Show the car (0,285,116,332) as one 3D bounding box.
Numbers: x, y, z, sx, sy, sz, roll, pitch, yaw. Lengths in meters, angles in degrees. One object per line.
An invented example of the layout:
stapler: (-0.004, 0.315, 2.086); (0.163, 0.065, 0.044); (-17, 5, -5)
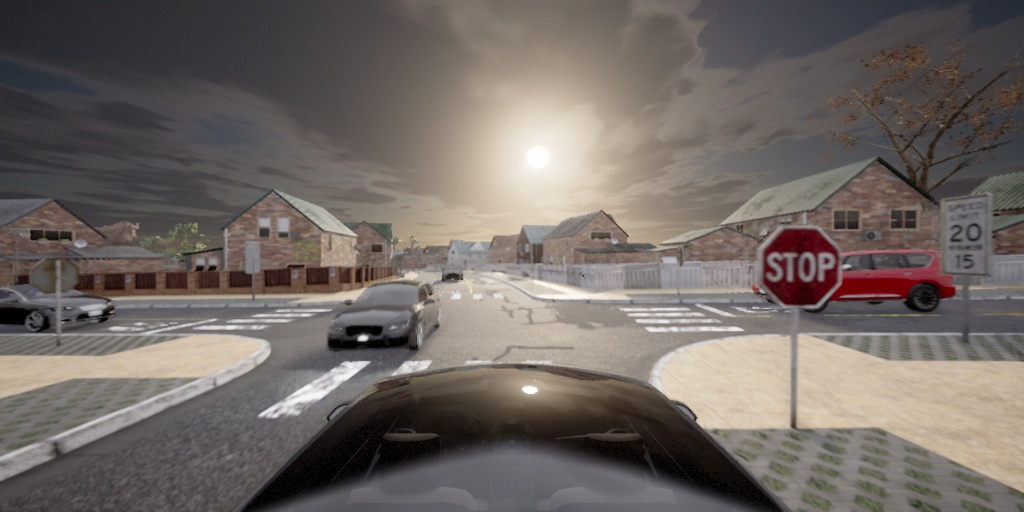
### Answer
car: (-16.779, 1.752, 12.595); (4.902, 1.511, 2.128); (-1, 0, 6)

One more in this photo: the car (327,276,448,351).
car: (-2.996, 1.418, 9.363); (1.837, 1.490, 4.892); (0, -2, -3)

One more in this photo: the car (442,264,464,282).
car: (-6.039, 1.656, 36.498); (2.097, 1.767, 4.553); (0, -1, -10)

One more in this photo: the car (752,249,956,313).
car: (11.803, 0.817, 12.675); (5.566, 2.045, 2.150); (-1, 0, 6)
